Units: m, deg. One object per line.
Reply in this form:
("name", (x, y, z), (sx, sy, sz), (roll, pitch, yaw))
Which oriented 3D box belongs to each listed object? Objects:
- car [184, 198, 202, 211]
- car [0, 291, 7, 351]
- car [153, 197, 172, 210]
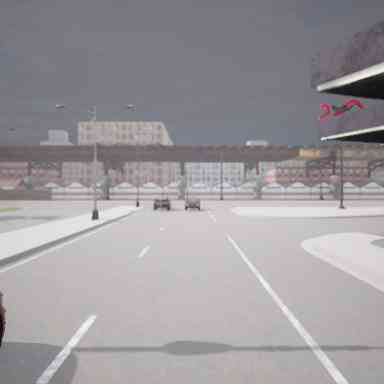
("car", (0.096, 1.366, 38.448), (2.033, 1.411, 5.357), (0, 0, 1))
("car", (-3.400, 1.466, 2.431), (1.882, 1.535, 5.008), (0, 0, 0))
("car", (-3.398, 1.310, 38.546), (2.128, 1.511, 4.902), (0, 0, 0))
